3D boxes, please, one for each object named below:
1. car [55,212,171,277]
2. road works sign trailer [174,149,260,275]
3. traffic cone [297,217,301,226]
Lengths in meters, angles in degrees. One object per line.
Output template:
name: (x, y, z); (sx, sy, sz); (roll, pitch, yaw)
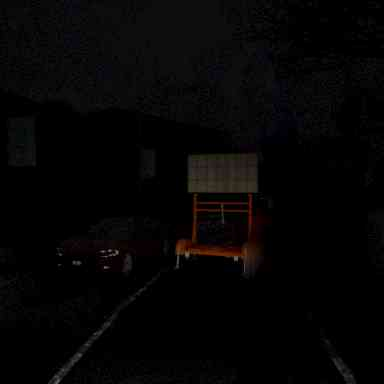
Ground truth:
car: (-2.188, 1.460, 10.536); (1.882, 1.535, 5.008); (0, 0, 15)
road works sign trailer: (1.012, 0.461, 10.684); (2.380, 3.560, 2.880); (0, 0, 21)
traffic cone: (7.175, 1.984, 22.224); (0.340, 0.580, 0.340); (1, 0, 21)
